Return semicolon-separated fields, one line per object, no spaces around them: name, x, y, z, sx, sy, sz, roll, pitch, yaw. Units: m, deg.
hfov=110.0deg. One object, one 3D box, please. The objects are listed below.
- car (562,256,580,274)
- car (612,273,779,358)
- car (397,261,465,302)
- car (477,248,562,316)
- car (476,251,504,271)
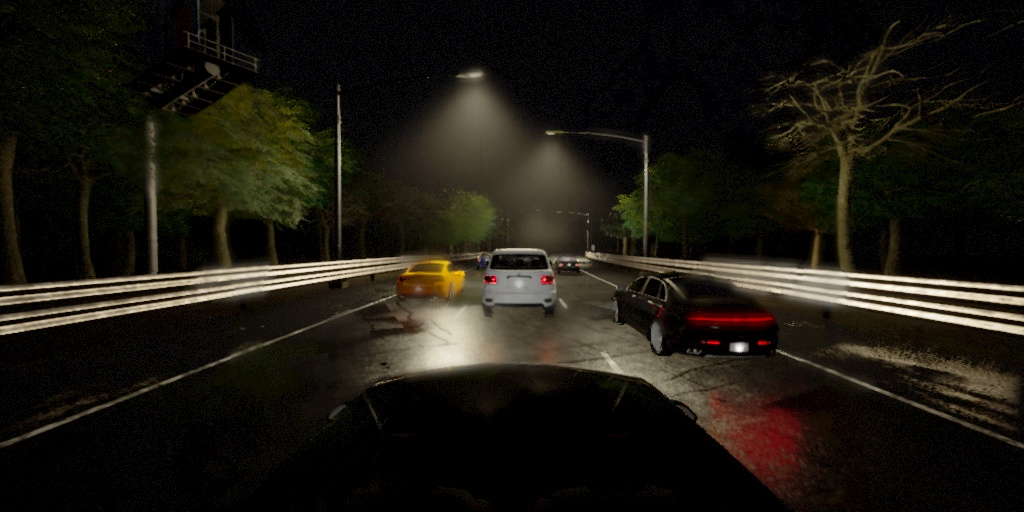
car;4.582;0.691;30.099;2.033;1.411;5.357;0;1;4
car;3.643;1.121;8.083;1.837;1.490;4.892;0;2;1
car;-3.174;0.941;14.940;1.882;1.535;5.008;0;1;2
car;0.242;0.745;12.302;2.150;2.045;5.566;0;1;1
car;-2.055;0.389;34.928;2.097;1.767;4.553;0;1;5
